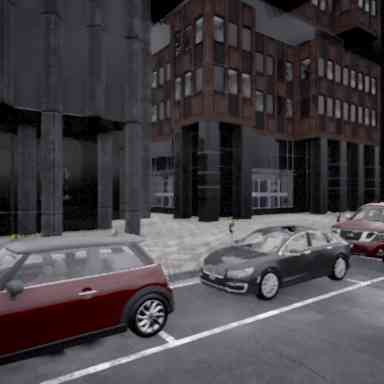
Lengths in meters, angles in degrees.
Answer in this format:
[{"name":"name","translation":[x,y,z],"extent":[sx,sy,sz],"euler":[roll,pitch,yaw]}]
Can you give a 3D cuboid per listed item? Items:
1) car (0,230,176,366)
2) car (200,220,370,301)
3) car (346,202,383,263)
[{"name":"car","translation":[-2.359,1.439,4.964],"extent":[4.097,1.590,1.967],"euler":[0,0,-35]},{"name":"car","translation":[2.208,1.540,8.222],"extent":[4.403,1.369,2.008],"euler":[0,0,-35]},{"name":"car","translation":[6.775,1.294,11.478],"extent":[5.009,1.841,2.192],"euler":[0,0,-35]}]
